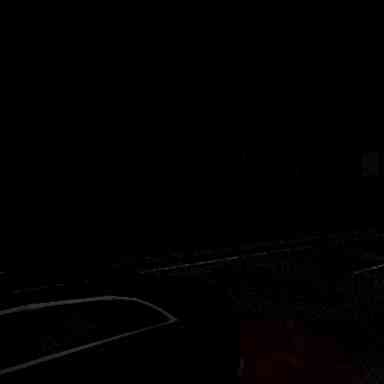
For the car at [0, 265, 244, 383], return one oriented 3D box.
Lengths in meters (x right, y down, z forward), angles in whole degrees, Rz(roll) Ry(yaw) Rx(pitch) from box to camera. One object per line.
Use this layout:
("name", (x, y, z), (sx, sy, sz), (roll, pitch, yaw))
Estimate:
("car", (-1.755, 1.492, 2.742), (4.902, 1.511, 2.128), (0, 0, -36))
